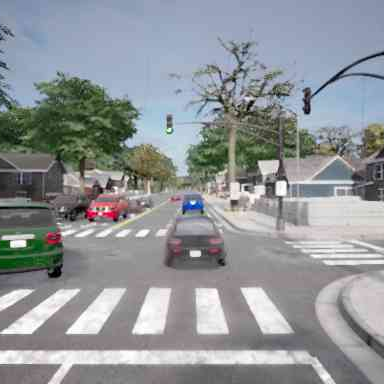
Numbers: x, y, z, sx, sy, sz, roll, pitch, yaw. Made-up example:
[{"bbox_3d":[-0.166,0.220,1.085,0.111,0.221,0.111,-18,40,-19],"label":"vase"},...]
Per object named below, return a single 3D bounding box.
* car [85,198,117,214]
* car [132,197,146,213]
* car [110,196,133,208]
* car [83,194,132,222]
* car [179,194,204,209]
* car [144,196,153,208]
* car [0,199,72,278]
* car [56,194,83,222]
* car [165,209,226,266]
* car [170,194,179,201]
[{"bbox_3d":[-9.827,1.467,36.431,2.128,1.511,4.902,0,0,0],"label":"car"},{"bbox_3d":[-6.573,1.542,36.106,1.994,1.385,4.181,0,0,1],"label":"car"},{"bbox_3d":[-9.757,1.373,46.407,2.128,1.511,4.902,0,1,1],"label":"car"},{"bbox_3d":[-6.591,1.220,26.701,2.150,2.045,5.566,0,0,0],"label":"car"},{"bbox_3d":[0.107,1.205,34.712,2.150,2.045,5.566,0,0,0],"label":"car"},{"bbox_3d":[-6.517,1.375,46.229,2.128,1.511,4.902,0,1,1],"label":"car"},{"bbox_3d":[-5.307,1.283,9.826,2.150,2.045,5.566,1,-1,-31],"label":"car"},{"bbox_3d":[-9.842,1.220,26.754,2.150,2.045,5.566,0,0,0],"label":"car"},{"bbox_3d":[0.095,1.539,11.485,1.812,1.442,4.674,0,0,0],"label":"car"},{"bbox_3d":[-3.236,1.151,66.300,1.994,1.385,4.181,0,1,0],"label":"car"}]
